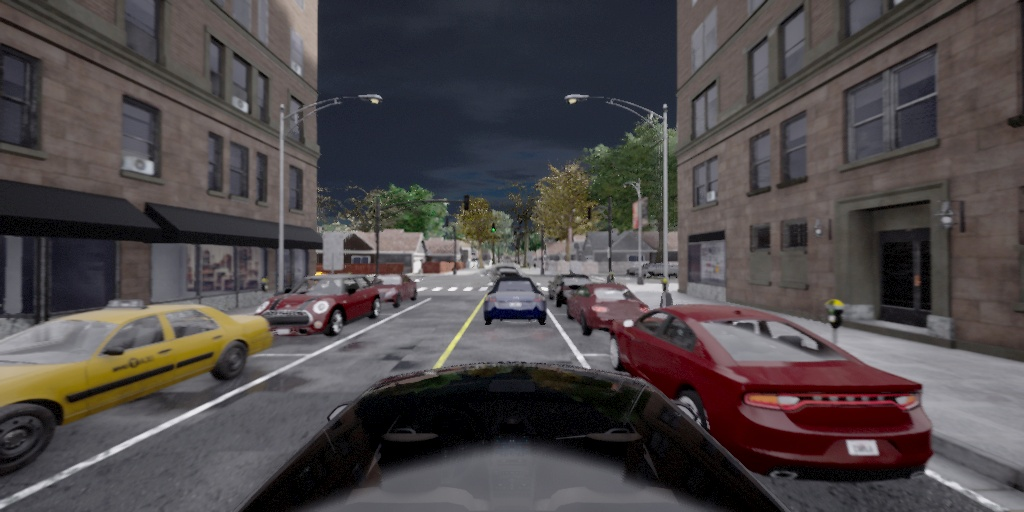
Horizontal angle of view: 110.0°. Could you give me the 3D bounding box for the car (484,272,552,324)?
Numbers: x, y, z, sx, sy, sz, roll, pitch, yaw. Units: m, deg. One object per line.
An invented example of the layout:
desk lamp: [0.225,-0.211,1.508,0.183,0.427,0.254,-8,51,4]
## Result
car: [0.098,1.414,12.526,1.994,1.385,4.181,0,-1,0]

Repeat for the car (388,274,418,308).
car: [-5.389,1.464,15.955,1.802,1.307,4.207,0,0,0]

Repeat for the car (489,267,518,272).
car: [-0.551,1.474,25.149,1.837,1.490,4.892,0,0,-9]

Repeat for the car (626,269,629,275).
car: [14.917,1.502,38.943,4.892,1.490,1.837,0,-1,0]

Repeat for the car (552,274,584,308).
car: [2.636,1.448,15.958,1.948,1.339,4.313,0,0,0]

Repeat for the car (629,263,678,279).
car: [14.739,1.461,35.685,4.902,1.511,2.128,0,-1,0]

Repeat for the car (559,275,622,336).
car: [2.636,1.413,10.439,1.802,1.307,4.207,0,0,0]

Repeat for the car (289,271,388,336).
car: [-5.389,1.271,10.437,1.967,1.591,4.097,0,0,0]

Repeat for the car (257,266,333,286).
car: [-17.467,1.579,28.999,5.008,1.535,1.882,0,-1,0]

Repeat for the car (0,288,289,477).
car: [-5.388,1.305,4.748,1.751,1.417,4.829,0,0,0]

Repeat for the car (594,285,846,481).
car: [2.637,1.325,4.922,1.888,1.381,4.507,0,0,0]
